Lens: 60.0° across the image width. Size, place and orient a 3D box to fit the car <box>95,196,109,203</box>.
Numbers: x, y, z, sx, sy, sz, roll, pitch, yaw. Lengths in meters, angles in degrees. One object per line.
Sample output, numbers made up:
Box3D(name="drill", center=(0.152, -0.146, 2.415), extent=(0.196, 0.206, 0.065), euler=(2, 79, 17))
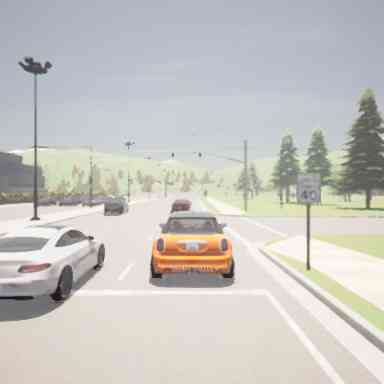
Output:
Box3D(name="car", center=(-19.256, 1.499, 71.276), extent=(1.812, 1.442, 4.674), euler=(0, 0, 0))

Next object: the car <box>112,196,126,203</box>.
Box3D(name="car", center=(-15.753, 1.526, 71.756), extent=(1.994, 1.385, 4.181), euler=(0, 0, 0))

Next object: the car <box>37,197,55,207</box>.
Box3D(name="car", center=(-22.889, 1.510, 52.659), extent=(1.812, 1.442, 4.674), euler=(0, 0, 0))

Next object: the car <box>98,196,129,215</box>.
Box3D(name="car", center=(-7.758, 1.479, 34.427), extent=(2.128, 1.511, 4.902), euler=(0, 0, -1))

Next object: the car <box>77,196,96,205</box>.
Box3D(name="car", center=(-19.327, 1.457, 61.320), extent=(1.882, 1.535, 5.008), euler=(0, 0, 0))

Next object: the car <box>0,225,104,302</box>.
Box3D(name="car", center=(-3.514, 1.523, 8.130), extent=(1.812, 1.442, 4.674), euler=(0, 0, -1))

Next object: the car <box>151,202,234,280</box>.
Box3D(name="car", center=(0.029, 1.348, 10.148), extent=(2.097, 1.767, 4.553), euler=(0, 0, 1))

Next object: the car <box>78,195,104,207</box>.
Box3D(name="car", center=(-15.888, 1.583, 52.641), extent=(1.895, 1.301, 4.718), euler=(0, 0, 0))

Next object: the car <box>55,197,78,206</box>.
Box3D(name="car", center=(-19.390, 1.547, 52.391), extent=(1.994, 1.385, 4.181), euler=(0, 0, 0))

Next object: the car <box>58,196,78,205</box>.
Box3D(name="car", center=(-22.827, 1.545, 61.356), extent=(1.994, 1.385, 4.181), euler=(0, 0, 0))

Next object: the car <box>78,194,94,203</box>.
Box3D(name="car", center=(-22.755, 1.331, 71.523), extent=(2.097, 1.767, 4.553), euler=(0, 0, 0))

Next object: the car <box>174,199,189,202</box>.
Box3D(name="car", center=(-1.074, 1.462, 35.620), extent=(1.882, 1.535, 5.008), euler=(0, 0, 3))
